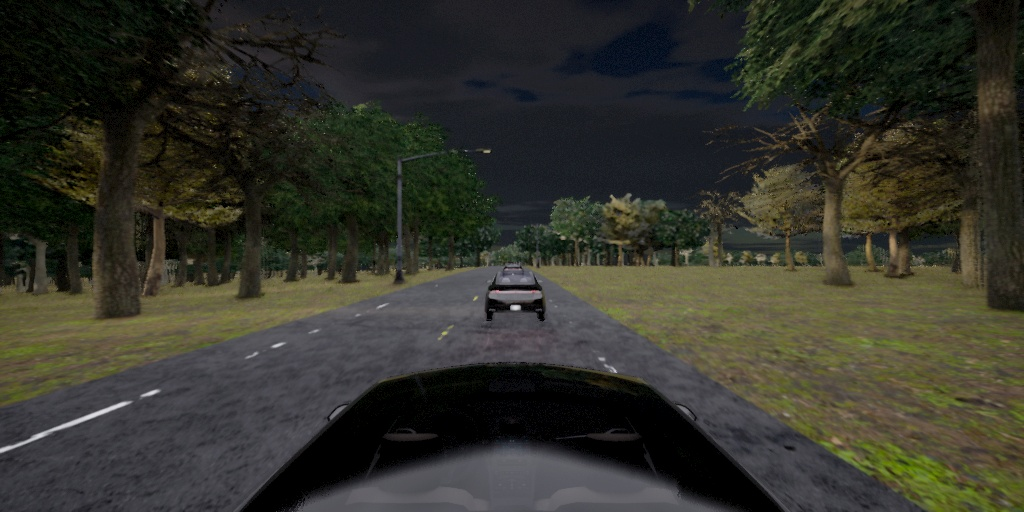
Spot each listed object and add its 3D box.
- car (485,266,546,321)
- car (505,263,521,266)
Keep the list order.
[{"bbox_3d":[0.103,1.259,12.594,2.128,1.511,4.902,0,0,0],"label":"car"},{"bbox_3d":[0.108,1.346,32.505,2.128,1.511,4.902,0,0,0],"label":"car"}]
